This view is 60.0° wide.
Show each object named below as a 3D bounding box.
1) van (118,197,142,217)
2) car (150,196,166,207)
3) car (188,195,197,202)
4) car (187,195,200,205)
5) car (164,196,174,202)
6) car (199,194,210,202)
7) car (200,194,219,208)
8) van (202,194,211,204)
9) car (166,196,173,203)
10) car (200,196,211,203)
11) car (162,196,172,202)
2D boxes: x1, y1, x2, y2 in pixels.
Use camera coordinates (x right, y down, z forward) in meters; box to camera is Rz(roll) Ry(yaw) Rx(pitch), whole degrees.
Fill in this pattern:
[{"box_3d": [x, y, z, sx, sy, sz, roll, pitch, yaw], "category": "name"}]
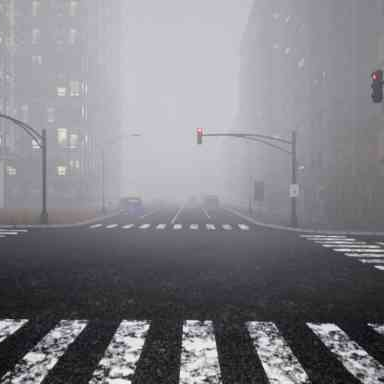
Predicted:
[{"box_3d": [-5.658, 1.347, 30.646, 1.690, 1.788, 3.998, 0, 0, 0], "category": "van"}, {"box_3d": [-5.635, 1.543, 52.679, 1.752, 1.417, 4.829, 0, 0, 0], "category": "car"}, {"box_3d": [0.076, 1.380, 70.141, 1.837, 1.490, 4.892, 0, 0, 0], "category": "car"}, {"box_3d": [0.067, 1.623, 60.165, 1.895, 1.301, 4.718, 0, 0, 0], "category": "car"}, {"box_3d": [-5.606, 1.590, 80.604, 2.008, 1.369, 4.403, 0, 0, 0], "category": "car"}, {"box_3d": [2.768, 1.349, 75.045, 2.192, 1.841, 5.009, 0, 0, 0], "category": "car"}, {"box_3d": [2.739, 1.329, 47.291, 2.192, 1.841, 5.009, 0, 0, 0], "category": "car"}, {"box_3d": [2.756, 1.366, 63.944, 1.690, 1.788, 3.998, 0, 0, 0], "category": "van"}, {"box_3d": [-5.618, 1.469, 69.502, 1.967, 1.590, 4.097, 0, 0, 0], "category": "car"}, {"box_3d": [2.763, 1.580, 69.494, 2.008, 1.369, 4.403, 0, 0, 0], "category": "car"}, {"box_3d": [-5.613, 1.559, 74.883, 1.752, 1.417, 4.829, 0, 0, 0], "category": "car"}]
